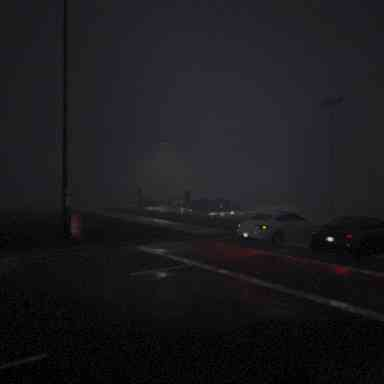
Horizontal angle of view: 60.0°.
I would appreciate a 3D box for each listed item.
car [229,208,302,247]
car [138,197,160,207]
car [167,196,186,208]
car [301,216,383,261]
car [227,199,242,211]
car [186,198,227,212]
[{"bbox_3d":[4.128,1.566,15.293,4.674,1.442,1.812,0,0,-35],"label":"car"},{"bbox_3d":[-6.819,1.591,52.342,1.837,1.490,4.892,0,-1,-35],"label":"car"},{"bbox_3d":[-1.905,1.447,51.358,2.097,1.767,4.553,0,0,-34],"label":"car"},{"bbox_3d":[6.383,1.605,12.603,4.181,1.385,1.994,0,0,-35],"label":"car"},{"bbox_3d":[4.241,1.599,42.485,1.837,1.490,4.892,0,0,-35],"label":"car"},{"bbox_3d":[1.670,1.587,40.044,1.837,1.490,4.892,0,0,-35],"label":"car"}]
